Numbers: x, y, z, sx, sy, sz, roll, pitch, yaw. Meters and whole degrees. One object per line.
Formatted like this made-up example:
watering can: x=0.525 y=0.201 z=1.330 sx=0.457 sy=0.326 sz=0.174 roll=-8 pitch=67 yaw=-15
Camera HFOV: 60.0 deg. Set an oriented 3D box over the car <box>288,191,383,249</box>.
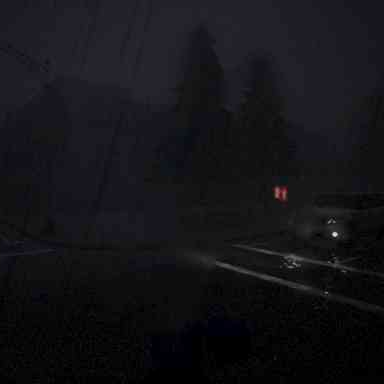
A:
car: x=6.275 y=0.969 z=13.615 sx=5.566 sy=2.045 sz=2.150 roll=-1 pitch=1 yaw=-38
